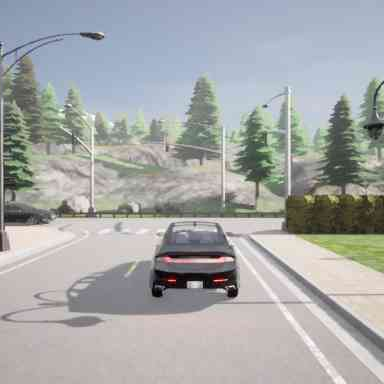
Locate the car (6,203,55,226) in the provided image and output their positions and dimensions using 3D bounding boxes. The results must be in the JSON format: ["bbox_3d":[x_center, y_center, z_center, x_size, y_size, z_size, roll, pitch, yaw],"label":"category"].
[{"bbox_3d":[-11.950,1.520,22.815,4.892,1.490,1.837,0,0,0],"label":"car"}]

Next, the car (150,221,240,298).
[{"bbox_3d":[0.073,1.491,8.534,2.128,1.511,4.902,0,0,0],"label":"car"}]
